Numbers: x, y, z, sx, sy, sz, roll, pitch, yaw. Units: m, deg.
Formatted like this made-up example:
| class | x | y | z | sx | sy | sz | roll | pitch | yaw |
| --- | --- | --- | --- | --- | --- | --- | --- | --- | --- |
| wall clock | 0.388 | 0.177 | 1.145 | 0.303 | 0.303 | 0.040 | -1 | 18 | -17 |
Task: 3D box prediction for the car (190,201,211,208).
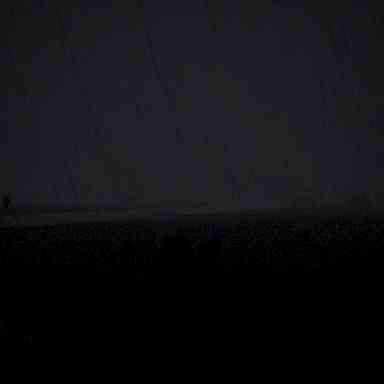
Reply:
| class | x | y | z | sx | sy | sz | roll | pitch | yaw |
| --- | --- | --- | --- | --- | --- | --- | --- | --- | --- |
| car | 1.678 | 2.384 | 63.481 | 1.895 | 1.301 | 4.718 | 0 | 0 | 36 |
